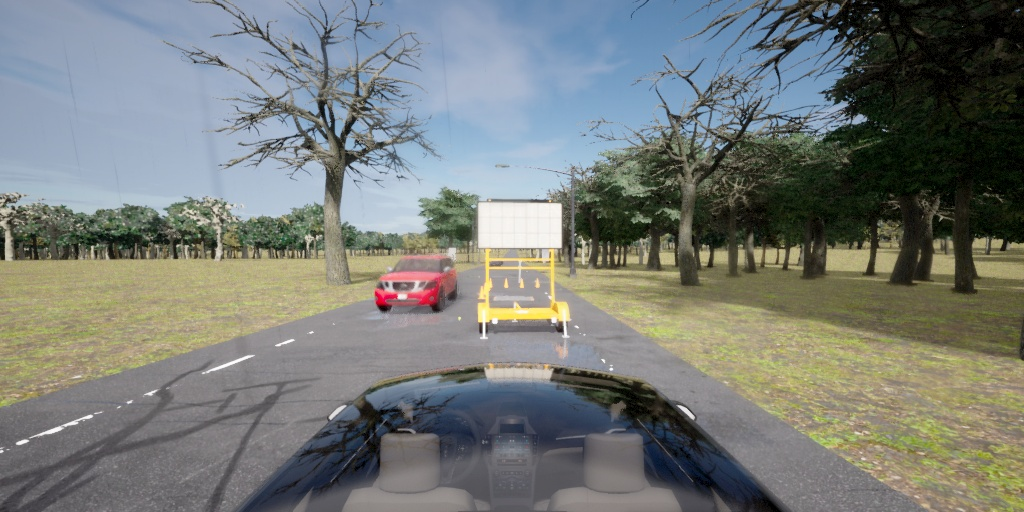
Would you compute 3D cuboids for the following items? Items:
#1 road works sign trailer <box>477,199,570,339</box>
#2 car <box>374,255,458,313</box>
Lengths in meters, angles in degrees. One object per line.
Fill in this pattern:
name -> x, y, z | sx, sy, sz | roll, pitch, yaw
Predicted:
road works sign trailer -> 0.211, 0.212, 10.114 | 2.380, 3.560, 2.880 | 0, 0, -5
car -> -3.526, 0.971, 14.350 | 2.150, 2.045, 5.566 | 0, 0, 0
